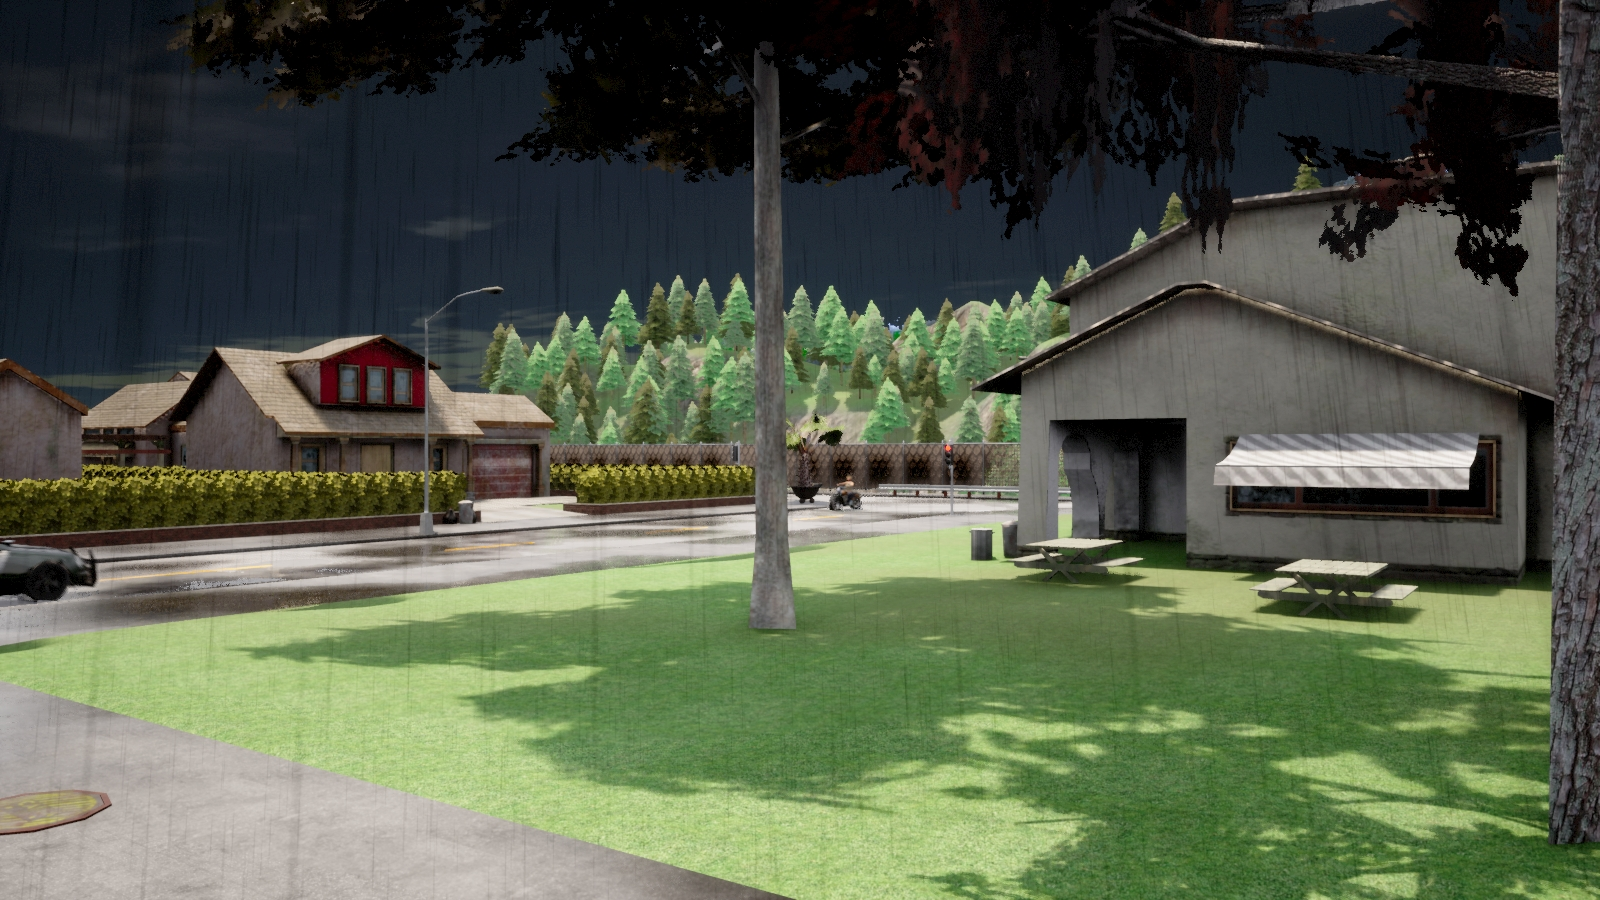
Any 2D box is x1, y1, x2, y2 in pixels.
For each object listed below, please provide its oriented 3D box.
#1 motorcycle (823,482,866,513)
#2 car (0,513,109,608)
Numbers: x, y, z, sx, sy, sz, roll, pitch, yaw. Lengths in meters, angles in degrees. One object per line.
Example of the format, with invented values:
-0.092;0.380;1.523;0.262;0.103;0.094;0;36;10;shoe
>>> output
2.048;2.155;52.487;0.764;1.307;2.356;0;0;37;motorcycle
-15.497;2.037;20.438;2.038;1.542;4.974;0;0;38;car
